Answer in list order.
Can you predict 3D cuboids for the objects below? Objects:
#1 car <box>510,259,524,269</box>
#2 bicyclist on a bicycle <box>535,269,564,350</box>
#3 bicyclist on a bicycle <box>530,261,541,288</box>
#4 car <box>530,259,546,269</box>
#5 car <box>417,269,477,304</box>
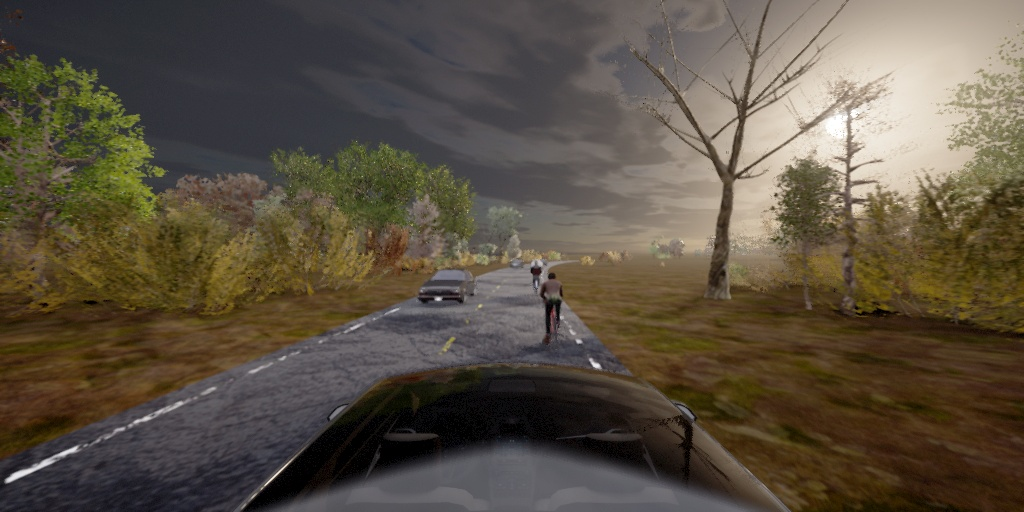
[{"bbox_3d":[0.782,1.249,57.396,2.128,1.511,4.902,0,0,8],"label":"car"},{"bbox_3d":[0.922,1.202,8.174,0.582,1.620,1.656,0,0,1],"label":"bicyclist on a bicycle"},{"bbox_3d":[1.237,1.119,18.348,0.659,1.776,1.843,0,0,2],"label":"bicyclist on a bicycle"},{"bbox_3d":[3.971,1.286,57.312,1.812,1.442,4.674,0,0,8],"label":"car"},{"bbox_3d":[-2.767,1.294,16.604,2.033,1.411,5.357,0,0,2],"label":"car"}]
